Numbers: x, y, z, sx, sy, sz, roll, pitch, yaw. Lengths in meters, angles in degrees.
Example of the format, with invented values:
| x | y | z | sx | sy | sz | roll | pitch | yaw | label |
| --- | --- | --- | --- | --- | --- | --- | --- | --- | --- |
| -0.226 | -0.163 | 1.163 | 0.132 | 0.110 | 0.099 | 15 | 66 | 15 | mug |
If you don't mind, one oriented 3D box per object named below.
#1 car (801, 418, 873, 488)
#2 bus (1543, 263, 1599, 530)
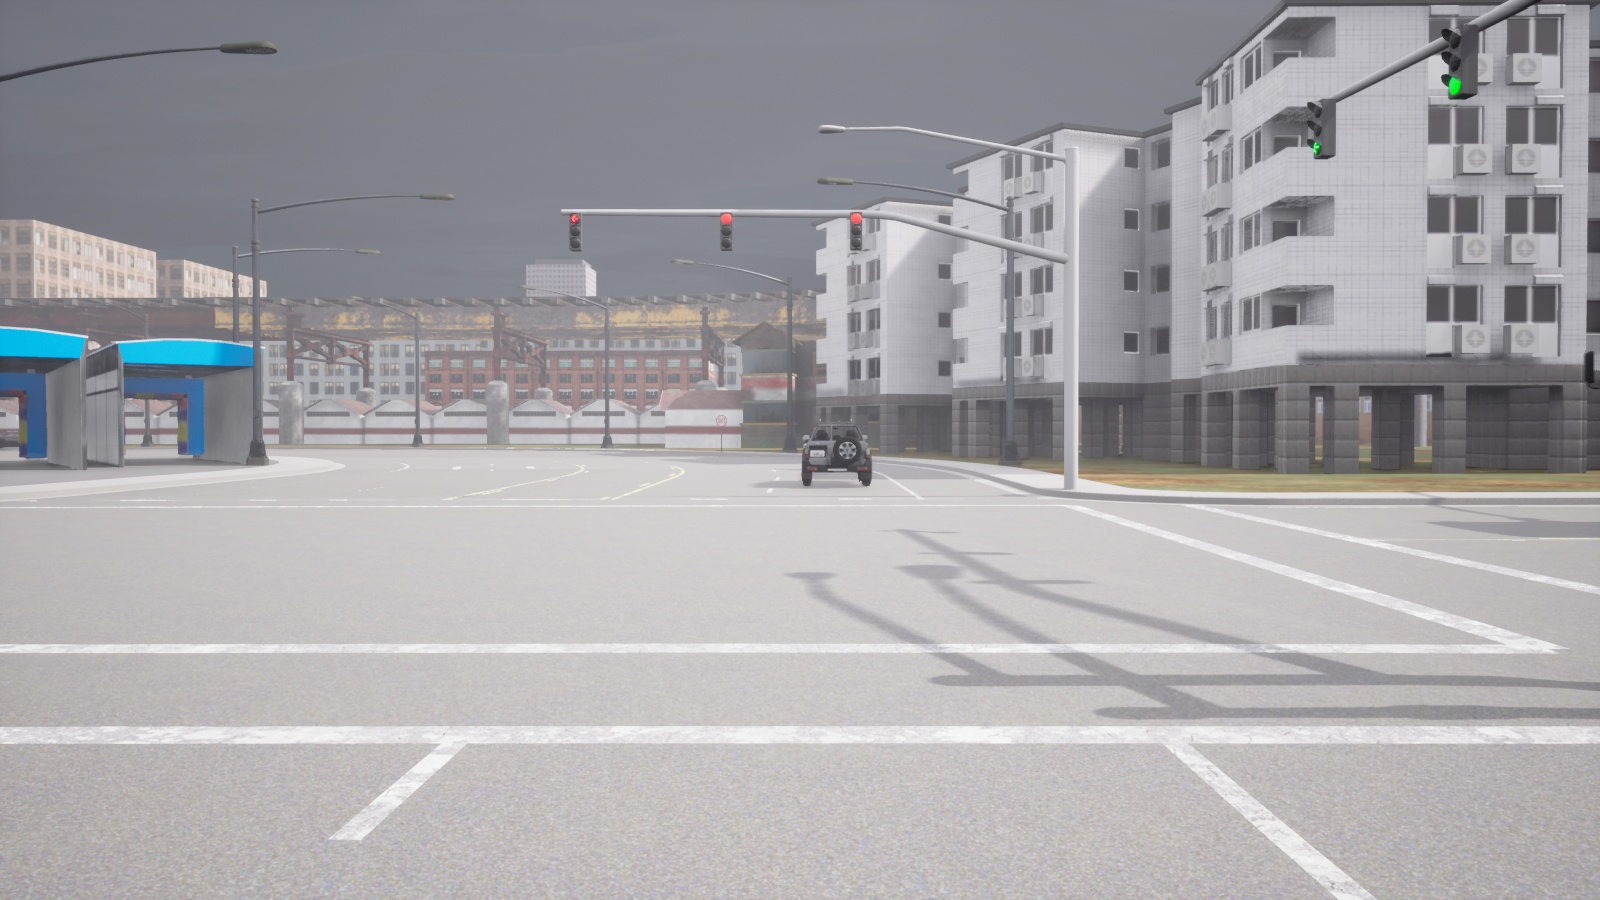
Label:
| x | y | z | sx | sy | sz | roll | pitch | yaw | label |
| --- | --- | --- | --- | --- | --- | --- | --- | --- | --- |
| 1.017 | 0.037 | 35.928 | 1.932 | 1.855 | 4.605 | 0 | 1 | 1 | car |
| 17.898 | -0.860 | 19.577 | 10.273 | 4.253 | 3.944 | 0 | 1 | -1 | bus |
